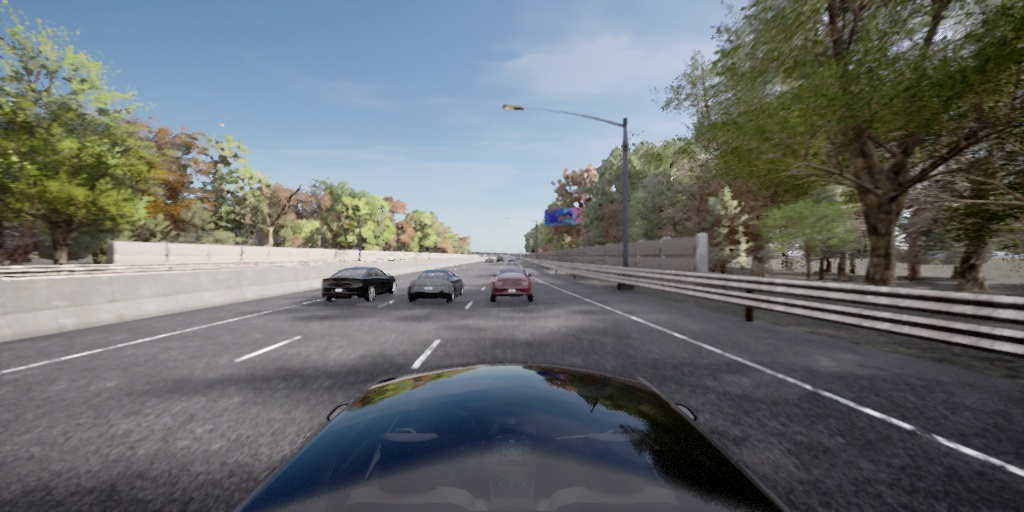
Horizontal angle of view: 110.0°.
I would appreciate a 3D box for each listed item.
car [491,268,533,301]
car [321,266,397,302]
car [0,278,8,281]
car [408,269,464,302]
[{"bbox_3d":[-0.001,1.282,17.215,1.812,1.442,4.674,0,0,0],"label":"car"},{"bbox_3d":[-7.003,1.234,16.974,1.882,1.535,5.008,0,0,0],"label":"car"},{"bbox_3d":[-17.501,1.344,10.910,2.033,1.411,5.357,0,0,0],"label":"car"},{"bbox_3d":[-3.503,1.320,17.071,1.994,1.385,4.181,0,0,0],"label":"car"}]
